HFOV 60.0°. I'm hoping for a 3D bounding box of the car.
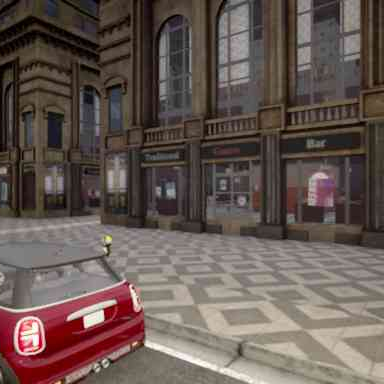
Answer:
[{"bbox_3d":[-2.682,1.461,4.875,4.097,1.590,1.967,0,0,36],"label":"car"}]
